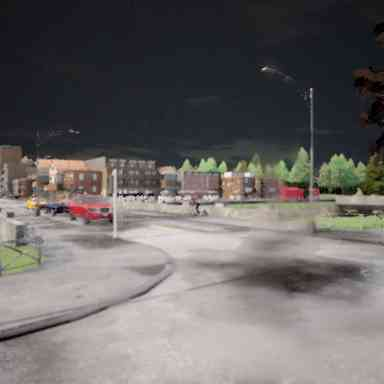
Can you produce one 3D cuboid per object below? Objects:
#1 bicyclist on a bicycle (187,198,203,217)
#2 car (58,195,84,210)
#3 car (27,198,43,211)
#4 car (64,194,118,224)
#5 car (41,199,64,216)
[{"bbox_3d":[0.248,1.326,28.520,1.656,1.620,0.582,0,0,-36],"label":"bicyclist on a bicycle"},{"bbox_3d":[-16.063,1.336,44.154,2.097,1.767,4.553,0,0,-35],"label":"car"},{"bbox_3d":[-19.167,1.468,41.338,1.882,1.535,5.008,0,0,-35],"label":"car"},{"bbox_3d":[-7.515,1.211,24.940,2.150,2.045,5.566,0,0,-36],"label":"car"},{"bbox_3d":[-13.233,1.591,32.962,1.895,1.301,4.718,0,0,-35],"label":"car"}]
